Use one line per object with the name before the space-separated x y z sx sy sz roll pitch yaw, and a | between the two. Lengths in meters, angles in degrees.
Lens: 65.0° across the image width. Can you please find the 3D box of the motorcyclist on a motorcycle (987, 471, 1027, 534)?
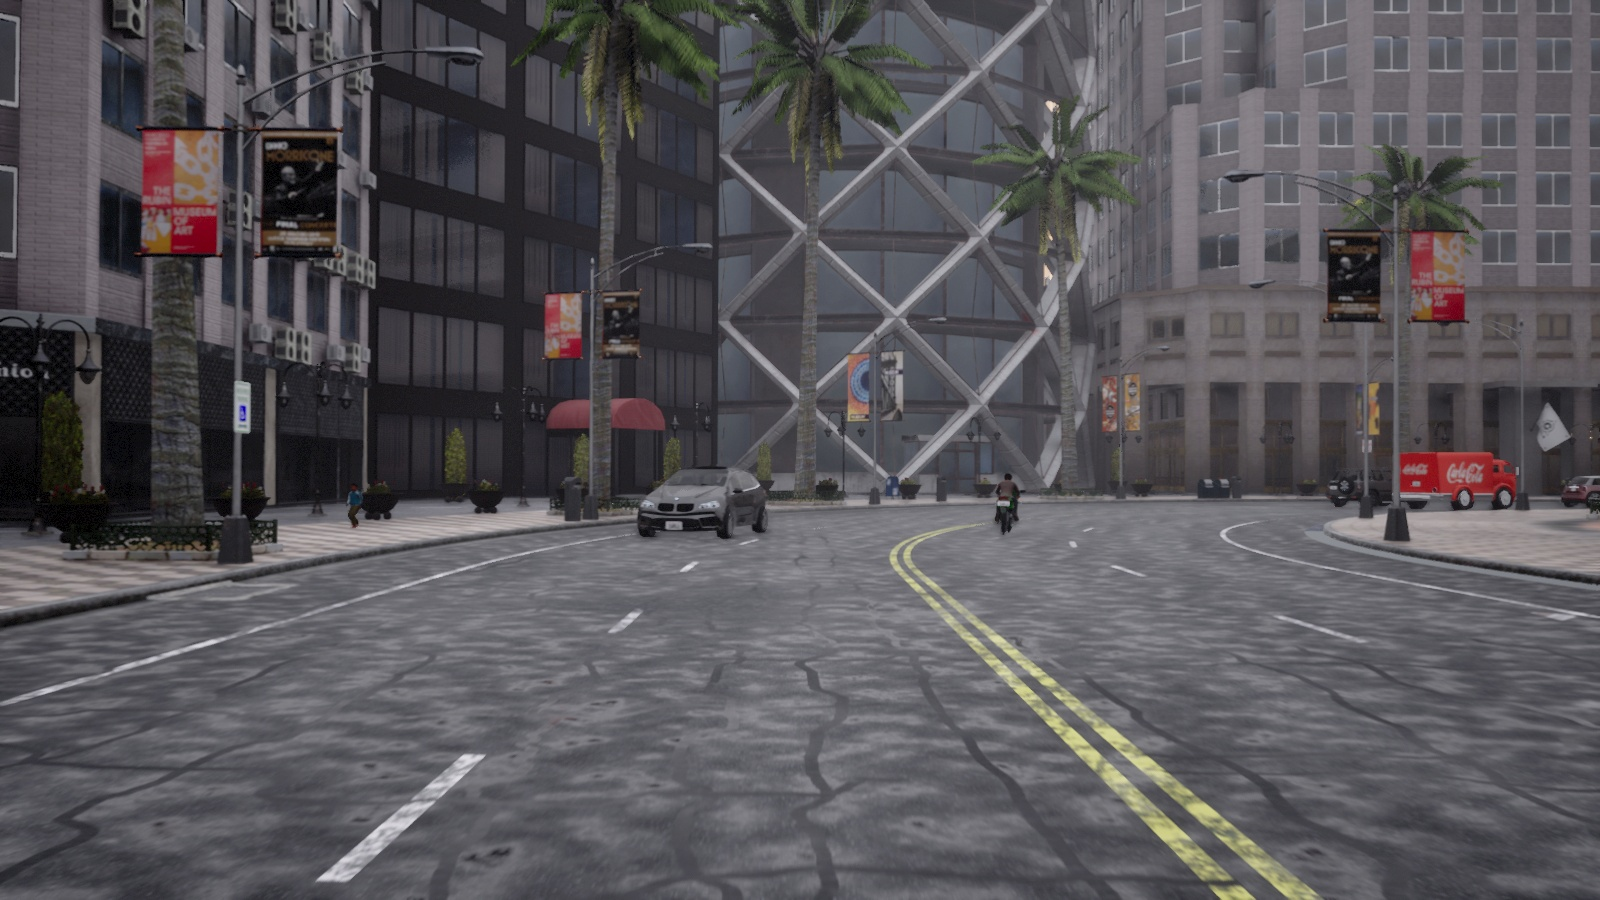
motorcyclist on a motorcycle | 5.275 1.310 31.939 0.797 1.523 2.044 0 -1 16

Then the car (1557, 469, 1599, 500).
car | 38.350 1.623 59.510 3.806 1.475 1.970 0 -1 -4

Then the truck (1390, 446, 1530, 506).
truck | 28.422 1.120 54.088 5.204 2.467 2.627 0 -1 -23

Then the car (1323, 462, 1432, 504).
car | 26.207 1.480 56.966 4.605 1.855 1.932 0 -1 -25

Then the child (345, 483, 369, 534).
child | -10.658 1.400 30.216 0.343 1.192 0.448 -1 -1 24

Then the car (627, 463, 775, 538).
car | -2.298 1.180 30.549 2.242 1.667 4.611 -1 -1 14
